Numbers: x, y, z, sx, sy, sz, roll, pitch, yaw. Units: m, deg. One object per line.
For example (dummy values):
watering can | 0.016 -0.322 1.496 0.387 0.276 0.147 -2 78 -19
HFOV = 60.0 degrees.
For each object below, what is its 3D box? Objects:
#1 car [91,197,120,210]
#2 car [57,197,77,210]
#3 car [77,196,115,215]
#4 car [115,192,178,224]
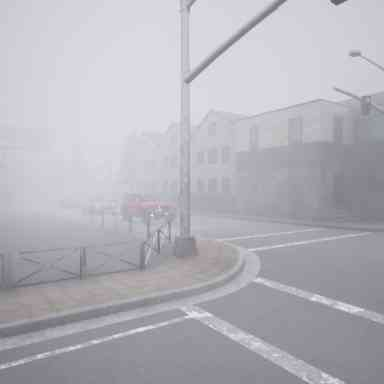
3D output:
car | -10.554 1.329 40.407 1.837 1.490 4.892 0 0 -35
car | -14.928 1.329 40.281 1.837 1.490 4.892 0 0 -35
car | -8.962 1.176 31.793 2.097 1.767 4.553 0 0 -35
car | -3.216 1.045 23.656 2.150 2.045 5.566 0 0 -35
